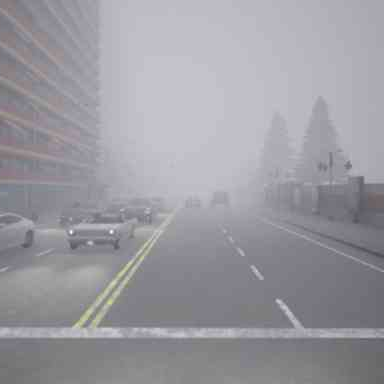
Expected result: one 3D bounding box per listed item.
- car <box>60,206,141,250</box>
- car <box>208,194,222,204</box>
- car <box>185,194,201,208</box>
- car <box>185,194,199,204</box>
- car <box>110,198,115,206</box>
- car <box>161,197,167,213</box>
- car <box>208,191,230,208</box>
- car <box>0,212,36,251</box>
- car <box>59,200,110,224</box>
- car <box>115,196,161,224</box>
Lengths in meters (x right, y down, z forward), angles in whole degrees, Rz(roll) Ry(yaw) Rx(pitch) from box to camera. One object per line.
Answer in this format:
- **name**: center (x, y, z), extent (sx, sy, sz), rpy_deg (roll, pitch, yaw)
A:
- **car**: center (-3.580, 1.488, 13.988), extent (1.895, 1.301, 4.718), rpy_deg (0, 0, 0)
- **car**: center (3.508, 1.110, 51.809), extent (1.812, 1.442, 4.674), rpy_deg (0, 0, 0)
- **car**: center (0.107, 1.236, 40.848), extent (1.994, 1.385, 4.181), rpy_deg (0, 1, 0)
- **car**: center (0.008, 1.075, 51.872), extent (2.128, 1.511, 4.902), rpy_deg (0, 0, 0)
- **car**: center (-7.057, 1.208, 33.441), extent (1.882, 1.535, 5.008), rpy_deg (0, 0, 0)
- **car**: center (-3.559, 1.239, 32.855), extent (1.837, 1.490, 4.892), rpy_deg (0, 1, 0)
- **car**: center (3.507, 0.883, 42.174), extent (2.150, 2.045, 5.566), rpy_deg (0, 0, 0)
- **car**: center (-7.088, 1.433, 11.442), extent (1.812, 1.442, 4.674), rpy_deg (0, 0, 0)
- **car**: center (-7.078, 1.329, 21.856), extent (1.837, 1.490, 4.892), rpy_deg (0, 0, 0)
- **car**: center (-3.570, 1.167, 22.978), extent (2.097, 1.767, 4.553), rpy_deg (0, 0, 0)
